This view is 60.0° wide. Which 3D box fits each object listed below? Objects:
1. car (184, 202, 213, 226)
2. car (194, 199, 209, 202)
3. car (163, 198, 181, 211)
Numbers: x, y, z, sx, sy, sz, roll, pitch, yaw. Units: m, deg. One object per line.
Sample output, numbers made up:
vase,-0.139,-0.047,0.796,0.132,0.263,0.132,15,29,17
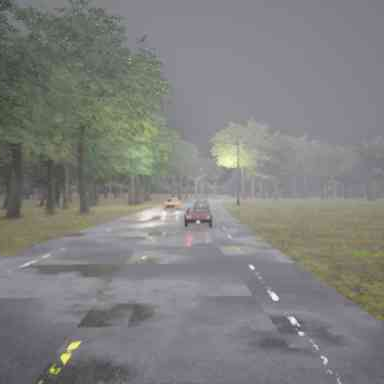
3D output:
car,0.464,1.644,23.589,1.895,1.301,4.718,0,0,2
car,1.199,1.576,41.862,1.994,1.385,4.181,0,0,3
car,-2.430,1.491,41.909,1.882,1.535,5.008,0,0,3
